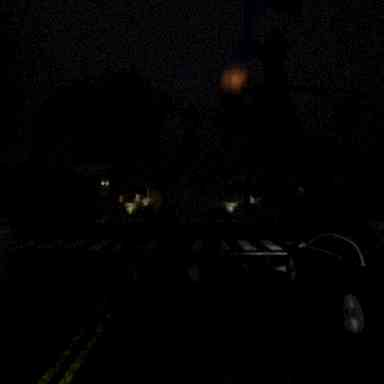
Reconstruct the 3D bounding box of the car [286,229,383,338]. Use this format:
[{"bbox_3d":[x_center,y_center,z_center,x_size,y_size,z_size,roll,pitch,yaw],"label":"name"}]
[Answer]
[{"bbox_3d":[3.353,1.483,6.590,2.128,1.511,4.902,0,0,-2],"label":"car"}]
